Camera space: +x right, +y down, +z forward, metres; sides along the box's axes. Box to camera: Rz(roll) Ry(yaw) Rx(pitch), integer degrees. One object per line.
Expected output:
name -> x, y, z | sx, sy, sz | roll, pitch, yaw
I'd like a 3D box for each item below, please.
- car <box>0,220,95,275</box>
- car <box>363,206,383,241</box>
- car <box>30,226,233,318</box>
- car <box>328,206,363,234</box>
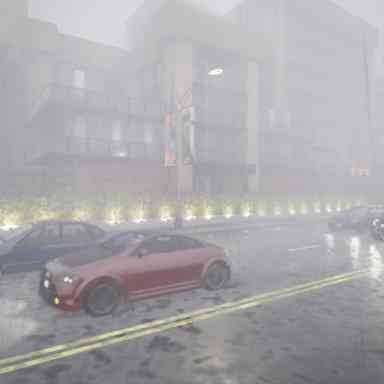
car -> -4.105, 1.547, 9.641 | 5.357, 1.411, 2.033 | 0, 0, -35
car -> 10.235, 1.352, 15.269 | 4.553, 1.767, 2.097 | 0, 0, -34
car -> -1.117, 1.564, 7.454 | 4.181, 1.385, 1.994 | 0, 0, -35
car -> 9.845, 1.526, 19.240 | 4.674, 1.442, 1.812 | 0, 0, -34
